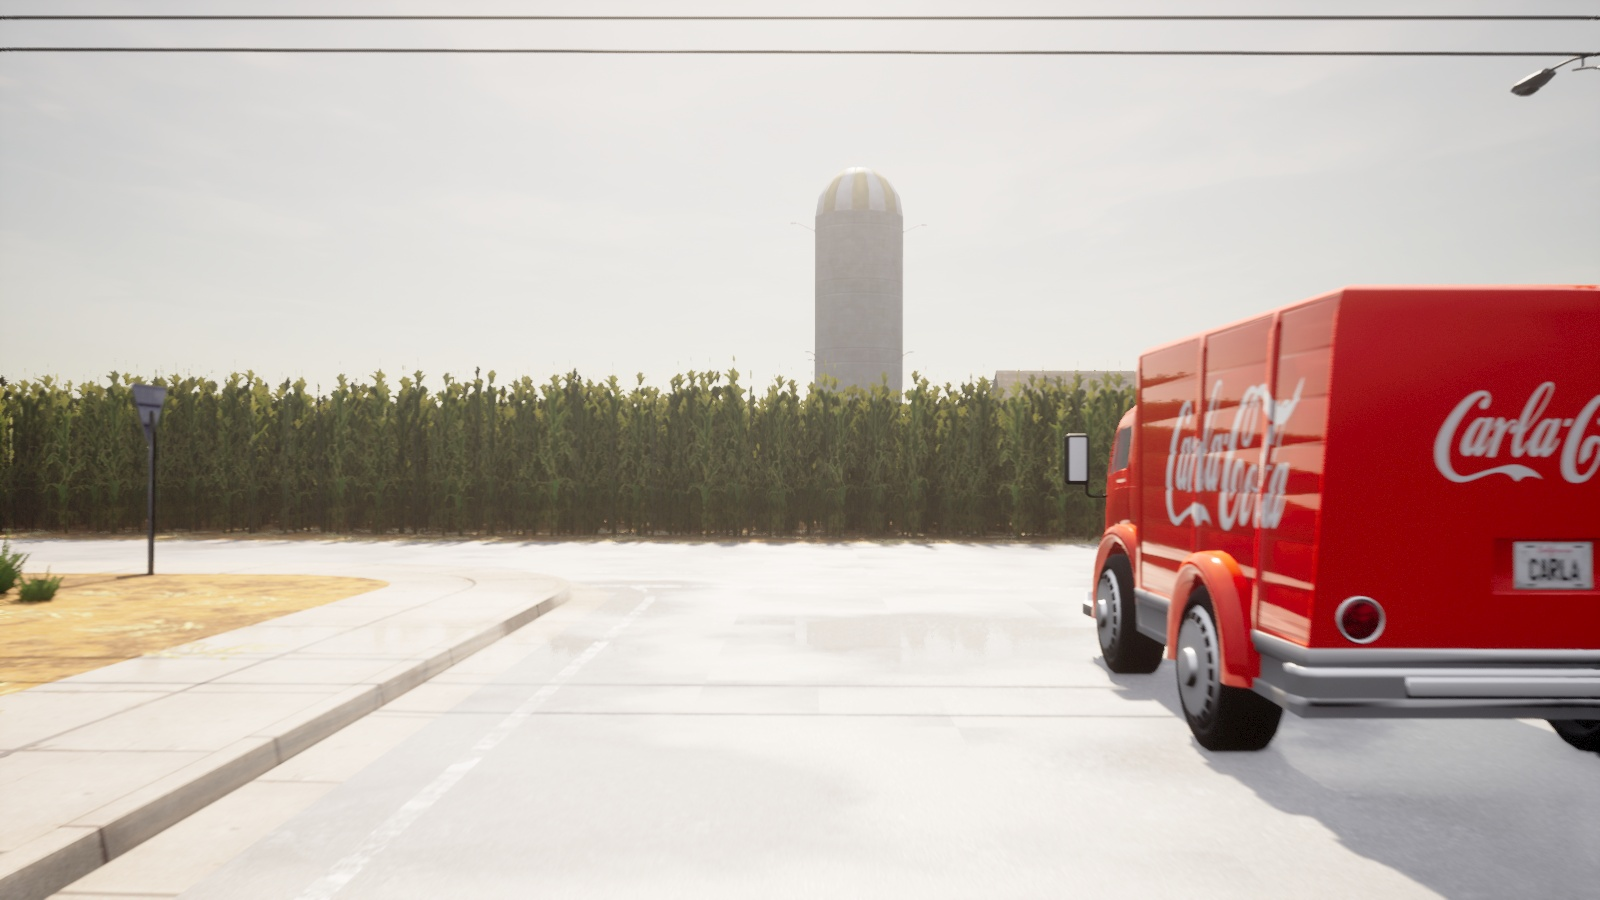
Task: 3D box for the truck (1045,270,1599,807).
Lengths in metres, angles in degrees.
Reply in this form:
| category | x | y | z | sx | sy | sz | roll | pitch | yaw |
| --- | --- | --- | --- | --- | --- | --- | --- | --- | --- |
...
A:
| category | x | y | z | sx | sy | sz | roll | pitch | yaw |
| --- | --- | --- | --- | --- | --- | --- | --- | --- | --- |
| truck | 3.479 | 0.452 | 8.397 | 2.627 | 2.467 | 5.204 | 0 | -1 | 0 |
